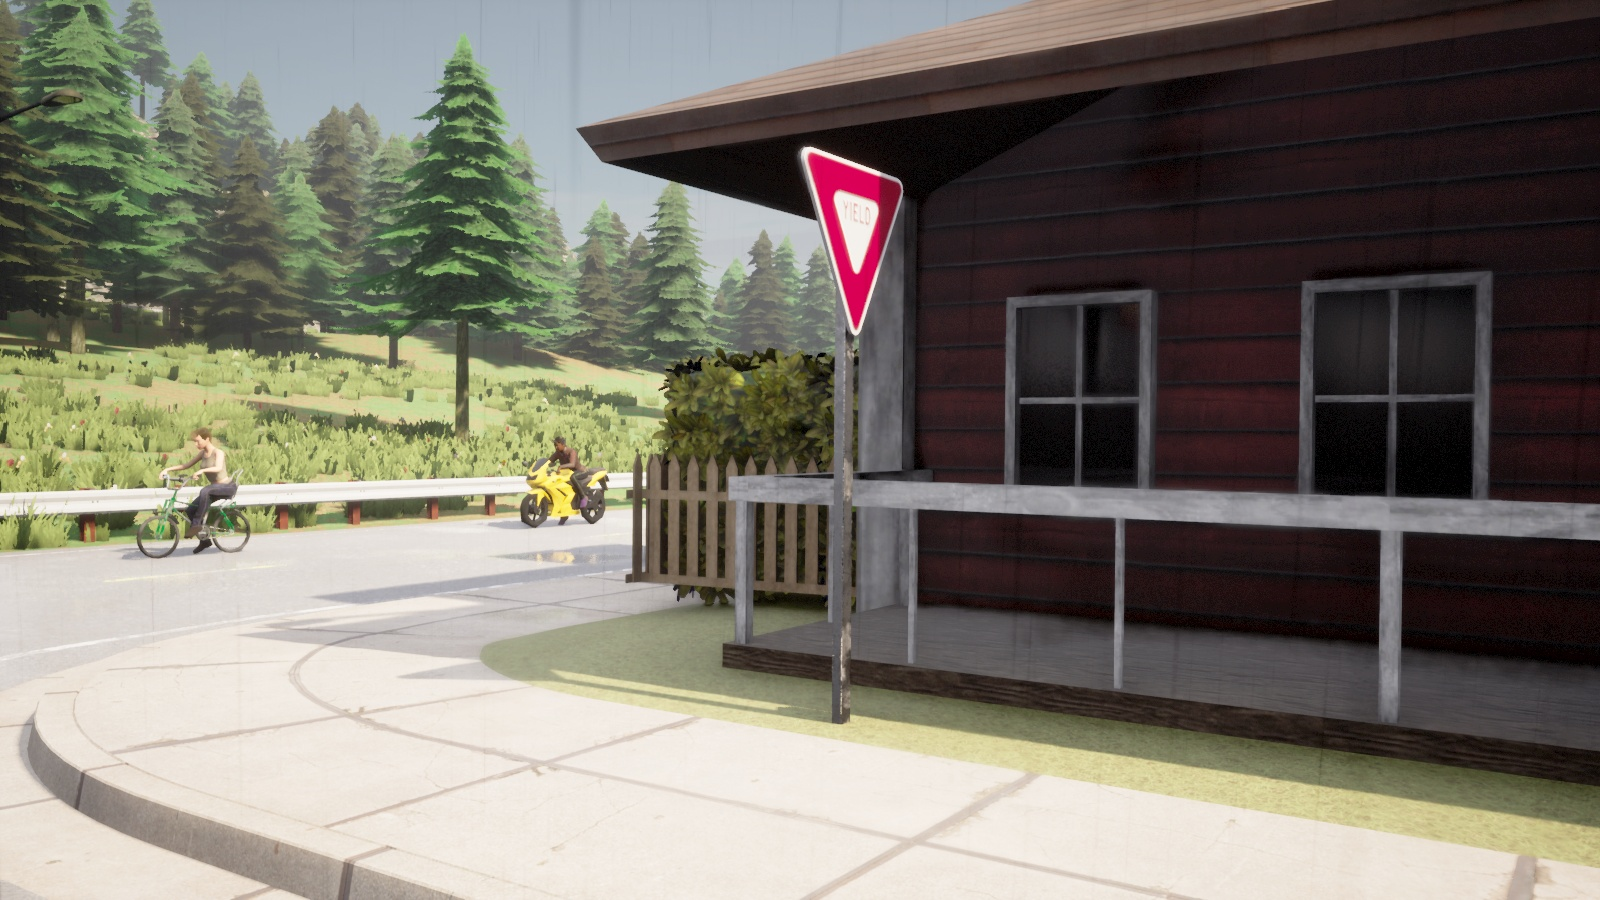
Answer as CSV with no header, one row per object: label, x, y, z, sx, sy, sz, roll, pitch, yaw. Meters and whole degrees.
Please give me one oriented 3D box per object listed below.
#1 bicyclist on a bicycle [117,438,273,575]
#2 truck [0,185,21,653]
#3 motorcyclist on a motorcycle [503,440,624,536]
bicyclist on a bicycle,-7.562,0.661,15.743,0.866,1.612,1.509,0,1,34
truck,-9.250,-0.177,6.882,2.891,3.462,7.936,-1,0,34
motorcyclist on a motorcycle,-3.964,0.600,21.189,0.797,1.523,2.044,0,1,34
